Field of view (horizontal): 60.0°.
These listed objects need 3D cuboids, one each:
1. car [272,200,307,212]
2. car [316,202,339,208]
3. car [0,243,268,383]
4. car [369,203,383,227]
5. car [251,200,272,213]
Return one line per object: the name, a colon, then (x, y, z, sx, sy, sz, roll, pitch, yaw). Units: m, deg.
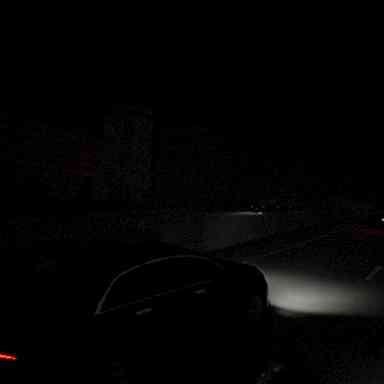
car: (10.944, 1.605, 36.311, 1.882, 1.535, 5.008, 0, -2, 39)
car: (14.709, 1.743, 35.406, 1.994, 1.385, 4.181, 0, -3, 39)
car: (-0.606, 1.507, 4.800, 1.837, 1.490, 4.892, 0, 0, 39)
car: (12.944, 1.442, 21.713, 2.128, 1.511, 4.902, 0, 0, 39)
car: (8.711, 1.692, 39.122, 1.812, 1.442, 4.674, 0, -2, 39)
